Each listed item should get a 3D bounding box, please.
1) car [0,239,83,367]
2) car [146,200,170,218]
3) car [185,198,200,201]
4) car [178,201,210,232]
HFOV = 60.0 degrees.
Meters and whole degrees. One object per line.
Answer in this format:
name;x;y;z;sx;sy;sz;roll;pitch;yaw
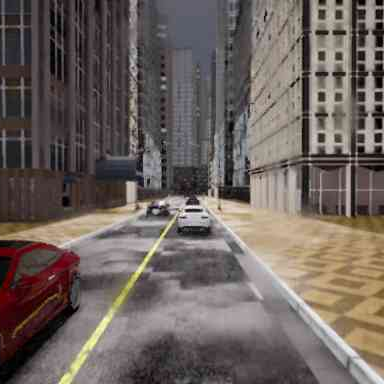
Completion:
car;-3.082;1.523;4.978;1.812;1.442;4.674;0;0;0
car;-3.031;1.483;30.413;2.128;1.511;4.902;0;0;1
car;0.112;1.502;43.795;1.837;1.490;4.892;0;0;0
car;0.106;1.516;20.138;1.812;1.442;4.674;0;0;0
